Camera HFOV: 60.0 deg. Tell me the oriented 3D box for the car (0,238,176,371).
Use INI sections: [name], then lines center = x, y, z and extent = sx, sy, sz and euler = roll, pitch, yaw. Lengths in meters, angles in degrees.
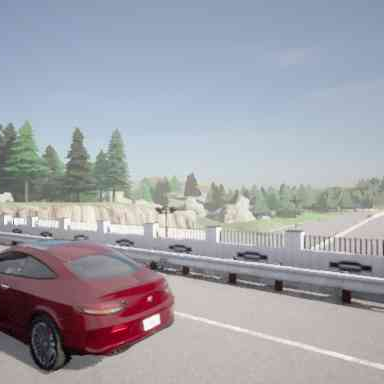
[car]
center = -2.408, 1.531, 5.643
extent = 4.674, 1.442, 1.812
euler = 0, 0, 35
